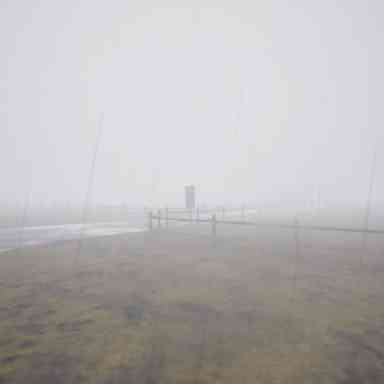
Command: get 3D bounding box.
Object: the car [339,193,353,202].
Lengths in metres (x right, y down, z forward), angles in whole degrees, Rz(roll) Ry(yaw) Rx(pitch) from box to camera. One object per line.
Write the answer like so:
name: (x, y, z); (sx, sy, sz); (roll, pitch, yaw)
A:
car: (39.176, 1.724, 85.403); (2.033, 1.411, 5.357); (-2, 0, 36)
